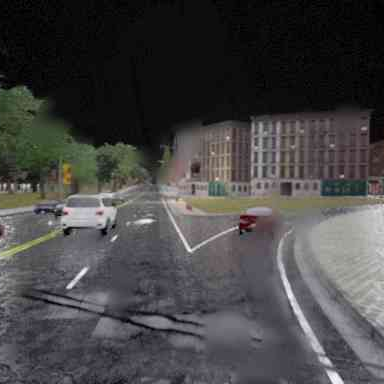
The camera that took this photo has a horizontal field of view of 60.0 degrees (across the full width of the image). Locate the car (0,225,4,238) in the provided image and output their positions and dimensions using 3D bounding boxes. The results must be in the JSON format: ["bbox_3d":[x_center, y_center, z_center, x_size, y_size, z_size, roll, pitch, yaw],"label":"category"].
[{"bbox_3d":[-8.173,1.522,10.900,1.895,1.301,4.718,1,0,-6],"label":"car"}]

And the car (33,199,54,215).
[{"bbox_3d":[-13.679,1.397,32.530,2.033,1.411,5.357,1,0,-6],"label":"car"}]

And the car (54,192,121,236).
[{"bbox_3d":[-5.466,1.169,18.267,2.150,2.045,5.566,1,0,-6],"label":"car"}]

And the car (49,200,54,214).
[{"bbox_3d":[-9.902,1.500,27.575,1.895,1.301,4.718,1,0,-6],"label":"car"}]

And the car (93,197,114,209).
[{"bbox_3d":[-11.569,1.411,43.827,1.895,1.301,4.718,1,0,-6],"label":"car"}]

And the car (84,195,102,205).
[{"bbox_3d":[-15.731,1.215,53.067,1.812,1.442,4.674,1,0,-6],"label":"car"}]

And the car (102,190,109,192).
[{"bbox_3d":[-17.105,0.720,66.508,2.150,2.045,5.566,1,1,-6],"label":"car"}]

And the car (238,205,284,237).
[{"bbox_3d":[3.929,1.479,18.470,1.882,1.535,5.008,1,1,21],"label":"car"}]

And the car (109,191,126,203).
[{"bbox_3d":[-13.159,1.000,59.667,2.097,1.767,4.553,1,1,-5],"label":"car"}]
